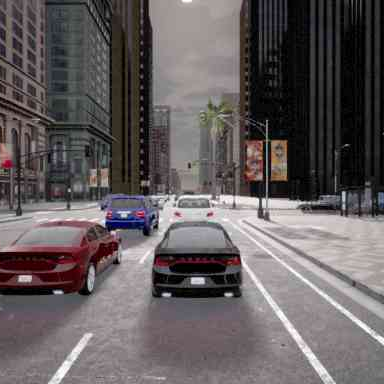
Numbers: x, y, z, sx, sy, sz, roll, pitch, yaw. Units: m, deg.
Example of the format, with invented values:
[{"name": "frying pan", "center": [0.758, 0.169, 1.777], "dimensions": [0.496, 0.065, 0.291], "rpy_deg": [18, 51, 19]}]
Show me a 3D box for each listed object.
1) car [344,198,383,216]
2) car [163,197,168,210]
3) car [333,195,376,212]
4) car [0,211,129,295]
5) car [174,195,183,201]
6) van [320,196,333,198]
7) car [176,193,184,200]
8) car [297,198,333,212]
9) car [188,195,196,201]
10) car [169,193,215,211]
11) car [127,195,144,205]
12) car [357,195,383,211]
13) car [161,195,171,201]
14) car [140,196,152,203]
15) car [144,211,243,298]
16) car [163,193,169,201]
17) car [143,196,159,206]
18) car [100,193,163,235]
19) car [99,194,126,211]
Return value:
[{"name": "car", "center": [17.062, 1.548, 31.232], "dimensions": [4.403, 1.369, 2.008], "rpy_deg": [0, 0, 0]}, {"name": "car", "center": [-4.826, 1.602, 41.274], "dimensions": [1.895, 1.301, 4.718], "rpy_deg": [0, 0, -19]}, {"name": "car", "center": [17.883, 1.212, 33.884], "dimensions": [5.566, 2.045, 2.150], "rpy_deg": [0, 0, 0]}, {"name": "car", "center": [-3.152, 1.477, 8.727], "dimensions": [1.882, 1.535, 5.008], "rpy_deg": [0, 0, 0]}, {"name": "car", "center": [-3.272, 1.496, 81.605], "dimensions": [1.837, 1.490, 4.892], "rpy_deg": [0, 0, 0]}, {"name": "van", "center": [17.055, 1.314, 39.756], "dimensions": [3.998, 1.788, 1.690], "rpy_deg": [0, 0, 0]}, {"name": "car", "center": [-3.274, 1.194, 91.995], "dimensions": [2.097, 1.767, 4.553], "rpy_deg": [0, 0, 0]}, {"name": "car", "center": [14.235, 1.583, 37.093], "dimensions": [4.718, 1.301, 1.895], "rpy_deg": [0, 0, 0]}, {"name": "car", "center": [-0.022, 1.505, 83.199], "dimensions": [1.837, 1.490, 4.892], "rpy_deg": [0, 0, 0]}, {"name": "car", "center": [0.097, 1.221, 18.533], "dimensions": [2.150, 2.045, 5.566], "rpy_deg": [0, 0, 0]}, {"name": "car", "center": [-9.846, 1.356, 58.256], "dimensions": [2.097, 1.767, 4.553], "rpy_deg": [0, 0, 0]}, {"name": "car", "center": [22.733, 1.284, 39.759], "dimensions": [5.009, 1.841, 2.192], "rpy_deg": [0, 0, 0]}, {"name": "car", "center": [-6.522, 1.525, 82.666], "dimensions": [2.128, 1.511, 4.902], "rpy_deg": [0, 0, 0]}, {"name": "car", "center": [-9.769, 1.528, 71.190], "dimensions": [1.812, 1.442, 4.674], "rpy_deg": [0, 0, 0]}, {"name": "car", "center": [0.097, 1.477, 8.573], "dimensions": [1.882, 1.535, 5.008], "rpy_deg": [0, 0, 0]}, {"name": "car", "center": [-6.519, 1.225, 69.188], "dimensions": [2.150, 2.045, 5.566], "rpy_deg": [0, 0, 0]}, {"name": "car", "center": [-6.612, 1.493, 54.352], "dimensions": [2.128, 1.511, 4.902], "rpy_deg": [0, 0, -1]}, {"name": "car", "center": [-3.184, 1.221, 18.592], "dimensions": [2.150, 2.045, 5.566], "rpy_deg": [0, 0, 2]}, {"name": "car", "center": [-9.858, 1.223, 41.745], "dimensions": [2.150, 2.045, 5.566], "rpy_deg": [0, 0, 0]}]
